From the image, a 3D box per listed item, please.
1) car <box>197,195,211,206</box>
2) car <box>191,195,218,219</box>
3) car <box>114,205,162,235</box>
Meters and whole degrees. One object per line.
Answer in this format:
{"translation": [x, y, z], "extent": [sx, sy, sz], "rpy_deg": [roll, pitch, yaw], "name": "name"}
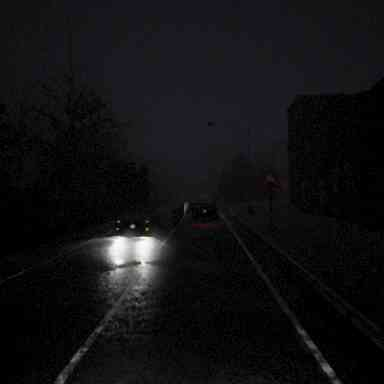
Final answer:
{"translation": [1.638, 1.099, 44.652], "extent": [1.812, 1.442, 4.674], "rpy_deg": [-1, 0, 2], "name": "car"}
{"translation": [0.965, 1.223, 25.572], "extent": [1.882, 1.535, 5.008], "rpy_deg": [0, -1, 2], "name": "car"}
{"translation": [-2.759, 1.424, 17.787], "extent": [1.994, 1.385, 4.181], "rpy_deg": [0, 1, 2], "name": "car"}
